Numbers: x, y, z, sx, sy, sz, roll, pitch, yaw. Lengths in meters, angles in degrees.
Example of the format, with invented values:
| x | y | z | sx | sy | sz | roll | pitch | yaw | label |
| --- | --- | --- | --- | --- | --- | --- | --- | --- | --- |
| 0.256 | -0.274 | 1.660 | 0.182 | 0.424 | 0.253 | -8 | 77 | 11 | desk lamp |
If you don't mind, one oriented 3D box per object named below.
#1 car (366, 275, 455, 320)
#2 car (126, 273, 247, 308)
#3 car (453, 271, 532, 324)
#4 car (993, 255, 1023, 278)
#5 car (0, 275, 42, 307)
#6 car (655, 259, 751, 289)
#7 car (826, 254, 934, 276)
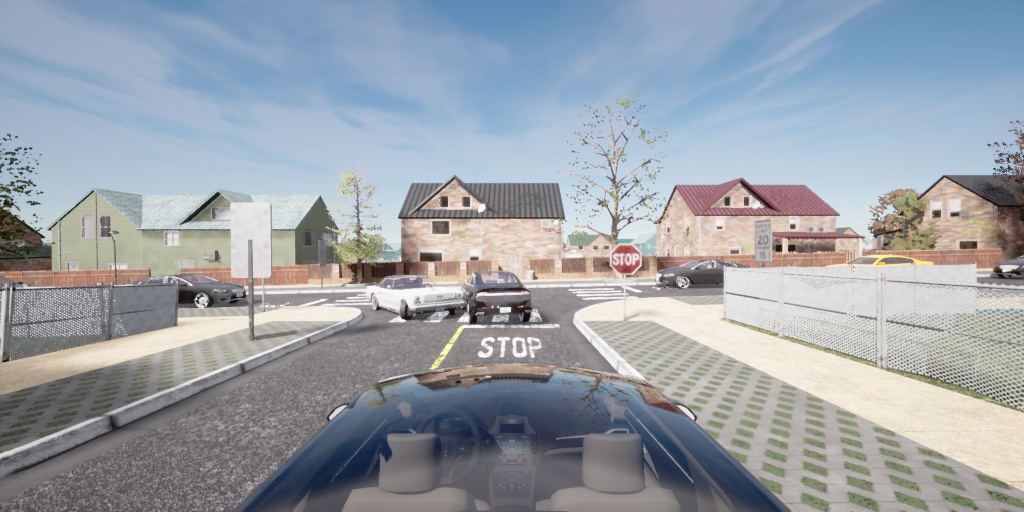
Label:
| x | y | z | sx | sy | sz | roll | pitch | yaw | label |
| --- | --- | --- | --- | --- | --- | --- | --- | --- | --- |
| -3.602 | 1.368 | 12.887 | 1.895 | 1.301 | 4.718 | 0 | 0 | -38 | car |
| -14.902 | 1.566 | 16.383 | 4.902 | 1.511 | 2.128 | -1 | 1 | 0 | car |
| -0.685 | 1.242 | 12.028 | 2.128 | 1.511 | 4.902 | 0 | 0 | -12 | car |
| 29.386 | 0.478 | 19.511 | 4.902 | 1.511 | 2.128 | -1 | 1 | 0 | car |
| -24.239 | 1.648 | 16.342 | 4.553 | 1.767 | 2.097 | -1 | 1 | 0 | car |
| 10.331 | 0.926 | 19.437 | 4.902 | 1.511 | 2.128 | -1 | 1 | 0 | car |
| 19.761 | 0.690 | 19.474 | 5.008 | 1.535 | 1.882 | -1 | 1 | -1 | car |
